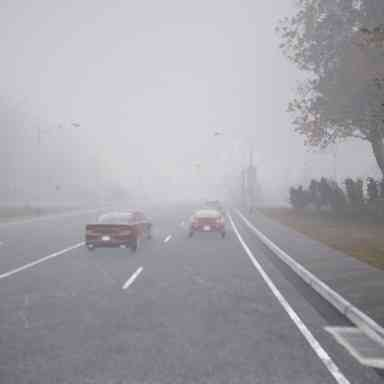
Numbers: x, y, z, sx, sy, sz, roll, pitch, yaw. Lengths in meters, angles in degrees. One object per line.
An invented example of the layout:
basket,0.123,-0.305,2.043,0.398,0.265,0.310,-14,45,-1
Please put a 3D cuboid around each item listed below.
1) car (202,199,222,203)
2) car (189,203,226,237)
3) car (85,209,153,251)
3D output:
car,2.098,1.422,34.852,2.128,1.511,4.902,0,0,5
car,0.846,1.526,17.965,1.812,1.442,4.674,0,0,4
car,-2.901,1.475,14.138,1.882,1.535,5.008,0,0,3
